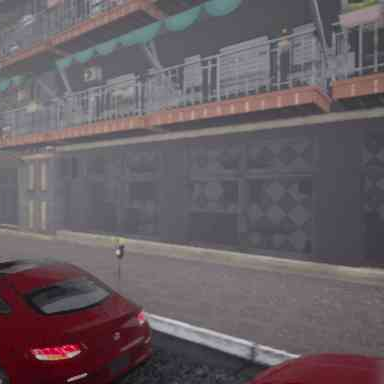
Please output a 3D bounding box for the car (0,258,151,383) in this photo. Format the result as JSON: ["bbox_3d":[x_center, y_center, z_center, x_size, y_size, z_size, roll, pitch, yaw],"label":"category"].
[{"bbox_3d":[-2.426,1.605,4.593,4.206,1.307,1.802,0,1,36],"label":"car"}]

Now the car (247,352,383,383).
[{"bbox_3d":[2.202,1.539,1.292,4.507,1.381,1.887,0,1,36],"label":"car"}]
